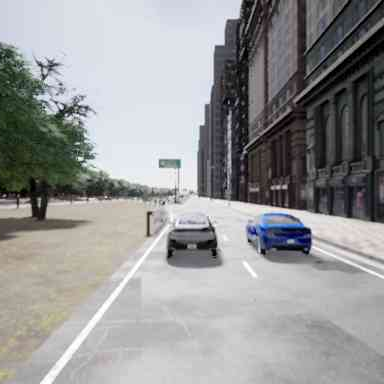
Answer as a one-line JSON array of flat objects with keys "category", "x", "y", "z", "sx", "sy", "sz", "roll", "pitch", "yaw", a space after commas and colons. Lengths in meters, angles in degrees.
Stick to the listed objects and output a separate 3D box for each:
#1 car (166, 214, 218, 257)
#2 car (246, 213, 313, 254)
[{"category": "car", "x": 0.021, "y": 1.627, "z": 13.512, "sx": 2.128, "sy": 1.511, "sz": 4.902, "roll": 0, "pitch": 0, "yaw": 0}, {"category": "car", "x": 3.526, "y": 1.618, "z": 14.252, "sx": 1.882, "sy": 1.535, "sz": 5.008, "roll": 0, "pitch": 0, "yaw": 0}]
